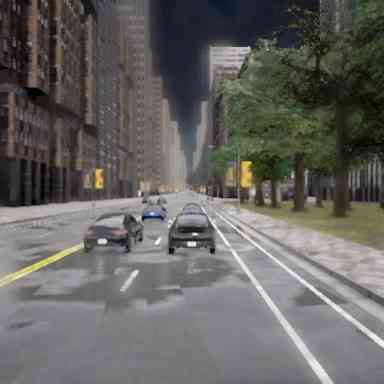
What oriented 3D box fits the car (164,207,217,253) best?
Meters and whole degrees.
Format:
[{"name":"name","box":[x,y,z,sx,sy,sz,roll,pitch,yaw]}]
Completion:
[{"name":"car","box":[0.005,1.615,14.302,1.837,1.490,4.892,0,0,0]}]

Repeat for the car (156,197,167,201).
[{"name":"car","box":[-6.509,1.847,71.642,1.837,1.490,4.892,0,0,0]}]

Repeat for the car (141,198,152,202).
[{"name":"car","box":[-9.759,1.899,71.641,1.994,1.385,4.181,0,0,0]}]

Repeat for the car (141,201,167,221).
[{"name":"car","box":[-3.246,1.747,29.271,1.994,1.385,4.181,0,0,0]}]

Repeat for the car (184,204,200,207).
[{"name":"car","box":[-0.002,1.729,28.981,2.033,1.411,5.357,0,0,0]}]

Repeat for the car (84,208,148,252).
[{"name":"car","box":[-3.245,1.634,14.365,1.812,1.442,4.674,0,0,0]}]
